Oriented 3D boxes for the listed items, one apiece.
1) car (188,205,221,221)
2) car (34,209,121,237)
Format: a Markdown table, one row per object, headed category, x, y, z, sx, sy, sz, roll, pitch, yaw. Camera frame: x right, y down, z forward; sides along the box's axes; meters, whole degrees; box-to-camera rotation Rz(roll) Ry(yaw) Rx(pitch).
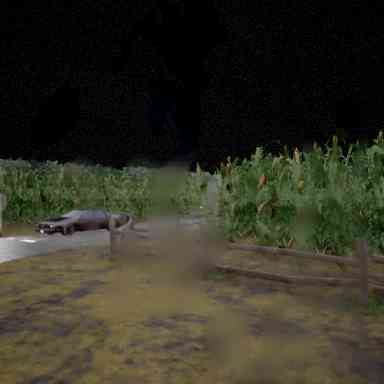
| category | x | y | z | sx | sy | sz | roll | pitch | yaw |
| --- | --- | --- | --- | --- | --- | --- | --- | --- | --- |
| car | 1.461 | 1.862 | 30.609 | 1.812 | 1.442 | 4.674 | -1 | -2 | 35 |
| car | -6.367 | 1.722 | 19.702 | 2.033 | 1.411 | 5.357 | -1 | -1 | 36 |
